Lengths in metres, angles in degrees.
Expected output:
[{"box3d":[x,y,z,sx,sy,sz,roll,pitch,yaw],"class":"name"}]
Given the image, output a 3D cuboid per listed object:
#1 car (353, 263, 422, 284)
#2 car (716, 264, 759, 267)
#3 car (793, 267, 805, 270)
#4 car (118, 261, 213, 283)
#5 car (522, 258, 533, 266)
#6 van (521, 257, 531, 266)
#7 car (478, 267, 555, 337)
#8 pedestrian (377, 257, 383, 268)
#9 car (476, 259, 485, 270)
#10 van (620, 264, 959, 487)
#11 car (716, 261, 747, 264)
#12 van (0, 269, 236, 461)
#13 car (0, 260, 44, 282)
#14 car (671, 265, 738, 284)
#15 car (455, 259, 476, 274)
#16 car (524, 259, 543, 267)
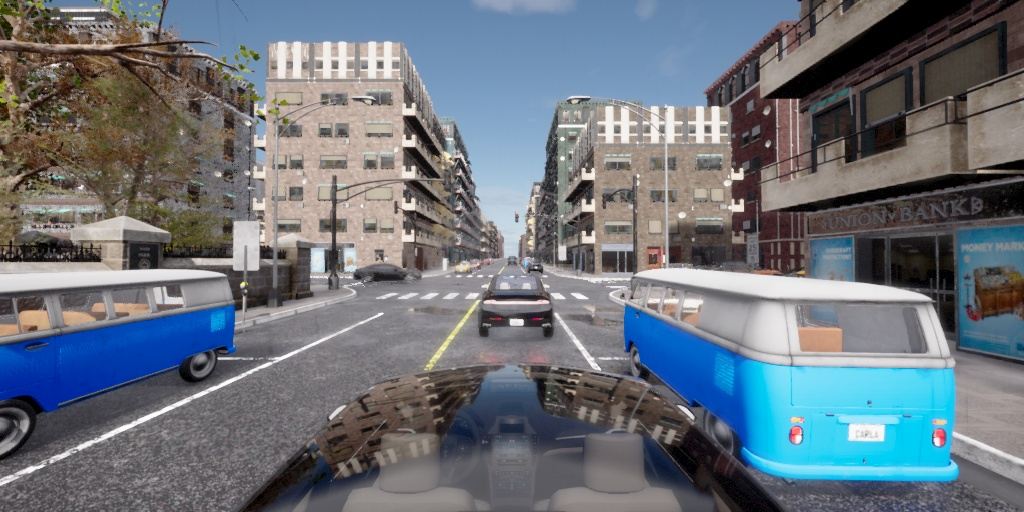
[{"box3d":[-8.909,1.261,25.892,4.674,1.442,1.812,1,0,-12],"class":"car"},{"box3d":[13.549,1.333,22.275,4.313,1.339,1.948,0,0,1],"class":"car"},{"box3d":[25.030,1.414,27.934,5.008,1.535,1.882,0,-1,1],"class":"car"},{"box3d":[-24.387,1.108,25.357,4.892,1.490,1.837,1,-1,1],"class":"car"},{"box3d":[2.725,1.317,48.138,2.007,1.370,4.403,0,0,0],"class":"car"},{"box3d":[2.734,1.112,59.422,1.690,1.789,3.998,0,0,0],"class":"van"},{"box3d":[0.106,1.244,10.280,2.128,1.511,4.902,0,0,0],"class":"car"},{"box3d":[-12.515,0.967,33.948,0.375,1.860,0.375,0,-1,1],"class":"pedestrian"},{"box3d":[-5.652,1.208,53.786,1.967,1.591,4.097,0,0,0],"class":"car"},{"box3d":[2.661,1.092,4.549,1.690,1.789,3.998,0,0,0],"class":"van"},{"box3d":[16.146,1.179,24.847,4.553,1.767,2.097,0,-1,1],"class":"car"},{"box3d":[-5.654,1.091,4.556,1.690,1.789,3.998,0,0,0],"class":"van"},{"box3d":[-36.976,1.043,25.524,4.892,1.490,1.837,0,-1,1],"class":"car"},{"box3d":[14.973,1.443,28.062,4.181,1.385,1.994,0,-1,1],"class":"car"},{"box3d":[-5.659,1.289,42.331,1.751,1.417,4.829,0,0,0],"class":"car"},{"box3d":[2.721,1.330,42.495,1.948,1.339,4.313,0,0,0],"class":"car"}]
